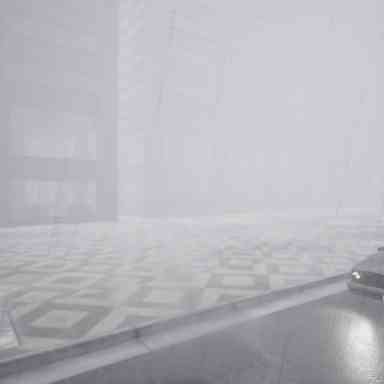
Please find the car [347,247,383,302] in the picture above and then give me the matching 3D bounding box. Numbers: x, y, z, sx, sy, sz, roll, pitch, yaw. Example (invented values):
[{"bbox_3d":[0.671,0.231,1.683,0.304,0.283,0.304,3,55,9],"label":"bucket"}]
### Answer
[{"bbox_3d":[5.698,1.527,7.442,5.357,1.411,2.033,0,0,-35],"label":"car"}]
